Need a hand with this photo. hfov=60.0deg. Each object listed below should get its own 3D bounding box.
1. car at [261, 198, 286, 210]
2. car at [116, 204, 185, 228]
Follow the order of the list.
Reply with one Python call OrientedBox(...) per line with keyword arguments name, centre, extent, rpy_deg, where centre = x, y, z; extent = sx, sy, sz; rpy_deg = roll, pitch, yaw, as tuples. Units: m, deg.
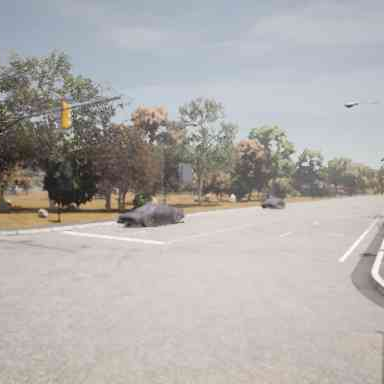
OrientedBox(name="car", centre=(10.590, 1.443, 42.895), extent=(2.033, 1.411, 5.357), rpy_deg=(0, 0, 32))
OrientedBox(name="car", centre=(-2.530, 1.498, 22.100), extent=(2.033, 1.411, 5.357), rpy_deg=(0, 0, 32))
